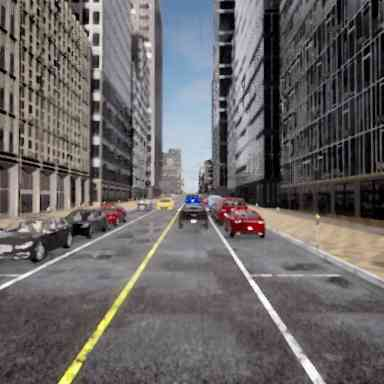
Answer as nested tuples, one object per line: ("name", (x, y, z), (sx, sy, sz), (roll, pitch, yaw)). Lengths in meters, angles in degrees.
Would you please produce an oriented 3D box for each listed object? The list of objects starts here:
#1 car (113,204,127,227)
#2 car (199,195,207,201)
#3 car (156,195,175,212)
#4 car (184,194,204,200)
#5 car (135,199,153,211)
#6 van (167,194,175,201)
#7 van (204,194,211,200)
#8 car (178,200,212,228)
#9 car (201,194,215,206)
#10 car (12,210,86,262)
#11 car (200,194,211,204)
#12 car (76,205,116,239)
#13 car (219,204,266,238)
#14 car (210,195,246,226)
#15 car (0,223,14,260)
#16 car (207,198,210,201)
("car", (-5.676, 1.555, 23.185), (1.887, 1.381, 4.507), (1, 0, 0))
("car", (2.705, 1.484, 84.618), (1.967, 1.590, 4.097), (1, 0, 0))
("car", (-3.089, 1.495, 39.505), (1.882, 1.535, 5.008), (0, 0, 0))
("car", (0.100, 1.245, 45.734), (2.150, 2.045, 5.566), (0, 0, 0))
("car", (-5.677, 1.569, 39.910), (2.008, 1.369, 4.403), (1, 0, 0))
("van", (-5.682, 1.389, 90.088), (1.690, 1.788, 3.998), (1, 0, 0))
("van", (2.708, 1.359, 40.000), (1.690, 1.788, 3.998), (1, 0, 0))
("car", (0.100, 1.513, 22.182), (1.837, 1.490, 4.892), (0, -1, 0))
("car", (2.708, 1.342, 56.732), (2.192, 1.841, 5.009), (1, 0, 0))
("car", (-5.676, 1.556, 12.035), (2.008, 1.369, 4.403), (1, 0, 0))
("car", (2.708, 1.349, 67.887), (2.192, 1.841, 5.009), (1, 0, 0))
("car", (-5.677, 1.573, 17.610), (1.947, 1.339, 4.313), (1, 0, 0))
("car", (2.704, 1.553, 17.691), (1.887, 1.381, 4.507), (1, 0, 0))
("car", (2.708, 1.325, 23.269), (2.192, 1.841, 5.009), (1, 0, 0))
("car", (-5.676, 1.547, 6.460), (1.887, 1.381, 4.507), (1, 0, 0))
("car", (2.703, 1.597, 34.423), (1.802, 1.307, 4.206), (1, 0, 0))
